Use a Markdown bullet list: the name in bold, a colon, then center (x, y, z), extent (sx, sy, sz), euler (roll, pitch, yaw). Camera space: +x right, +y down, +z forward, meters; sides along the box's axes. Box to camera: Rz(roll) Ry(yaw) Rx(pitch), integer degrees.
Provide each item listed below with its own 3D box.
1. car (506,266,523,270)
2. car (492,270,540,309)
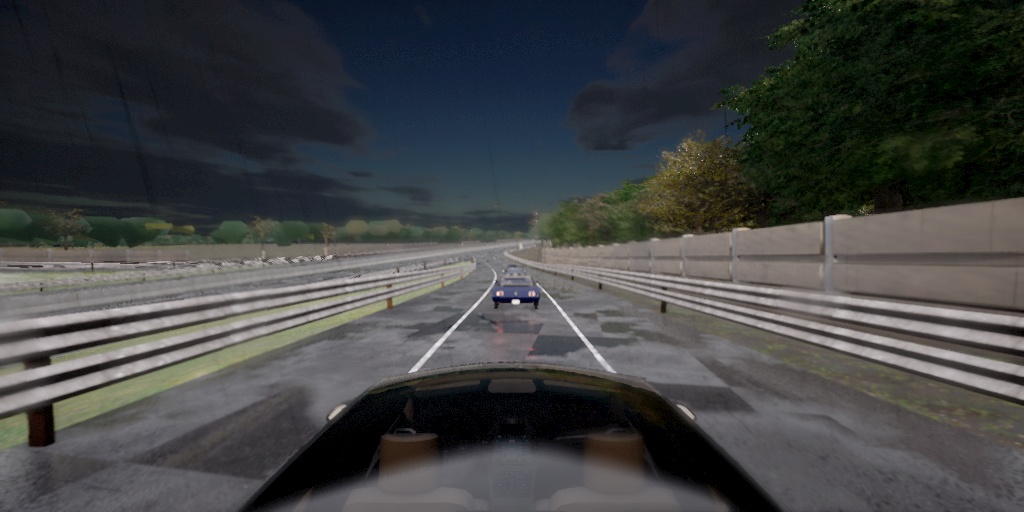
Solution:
- **car**: center (0.192, 1.555, 30.794), extent (2.033, 1.411, 5.357), euler (0, 0, -1)
- **car**: center (0.193, 1.478, 15.830), extent (1.895, 1.301, 4.718), euler (0, 0, 1)
